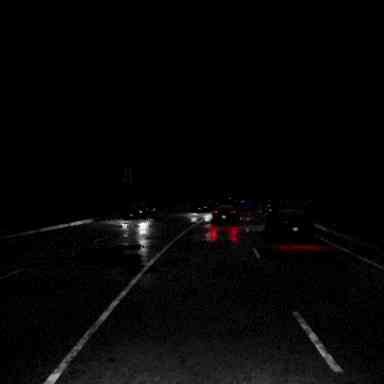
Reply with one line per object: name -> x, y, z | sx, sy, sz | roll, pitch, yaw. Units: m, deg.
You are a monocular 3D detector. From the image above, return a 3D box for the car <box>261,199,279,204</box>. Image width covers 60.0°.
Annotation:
car -> 8.358, 1.517, 34.913 | 1.837, 1.490, 4.892 | 0, 0, 14

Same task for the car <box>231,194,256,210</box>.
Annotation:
car -> 6.846, 1.224, 42.383 | 2.150, 2.045, 5.566 | 0, 0, 17

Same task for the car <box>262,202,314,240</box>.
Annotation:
car -> 4.883, 1.484, 17.164 | 1.882, 1.535, 5.008 | 0, 0, 7

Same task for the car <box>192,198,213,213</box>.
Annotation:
car -> 1.410, 1.491, 36.781 | 1.837, 1.490, 4.892 | 0, 0, 15

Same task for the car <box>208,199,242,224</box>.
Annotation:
car -> 2.603, 1.522, 25.141 | 1.812, 1.442, 4.674 | 0, 0, 10

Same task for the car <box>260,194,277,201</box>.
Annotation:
car -> 17.286, 1.172, 74.888 | 2.033, 1.411, 5.357 | 0, 0, 31

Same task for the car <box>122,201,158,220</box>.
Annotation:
car -> -4.210, 1.499, 27.874 | 1.812, 1.442, 4.674 | 0, 0, 11
